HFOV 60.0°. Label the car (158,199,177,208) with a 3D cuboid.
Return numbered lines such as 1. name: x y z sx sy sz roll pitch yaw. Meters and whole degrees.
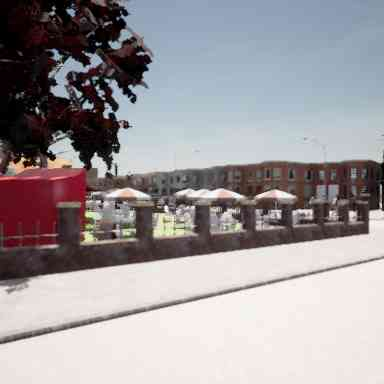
1. car: -4.215 1.774 48.038 2.033 1.411 5.357 1 0 -35
